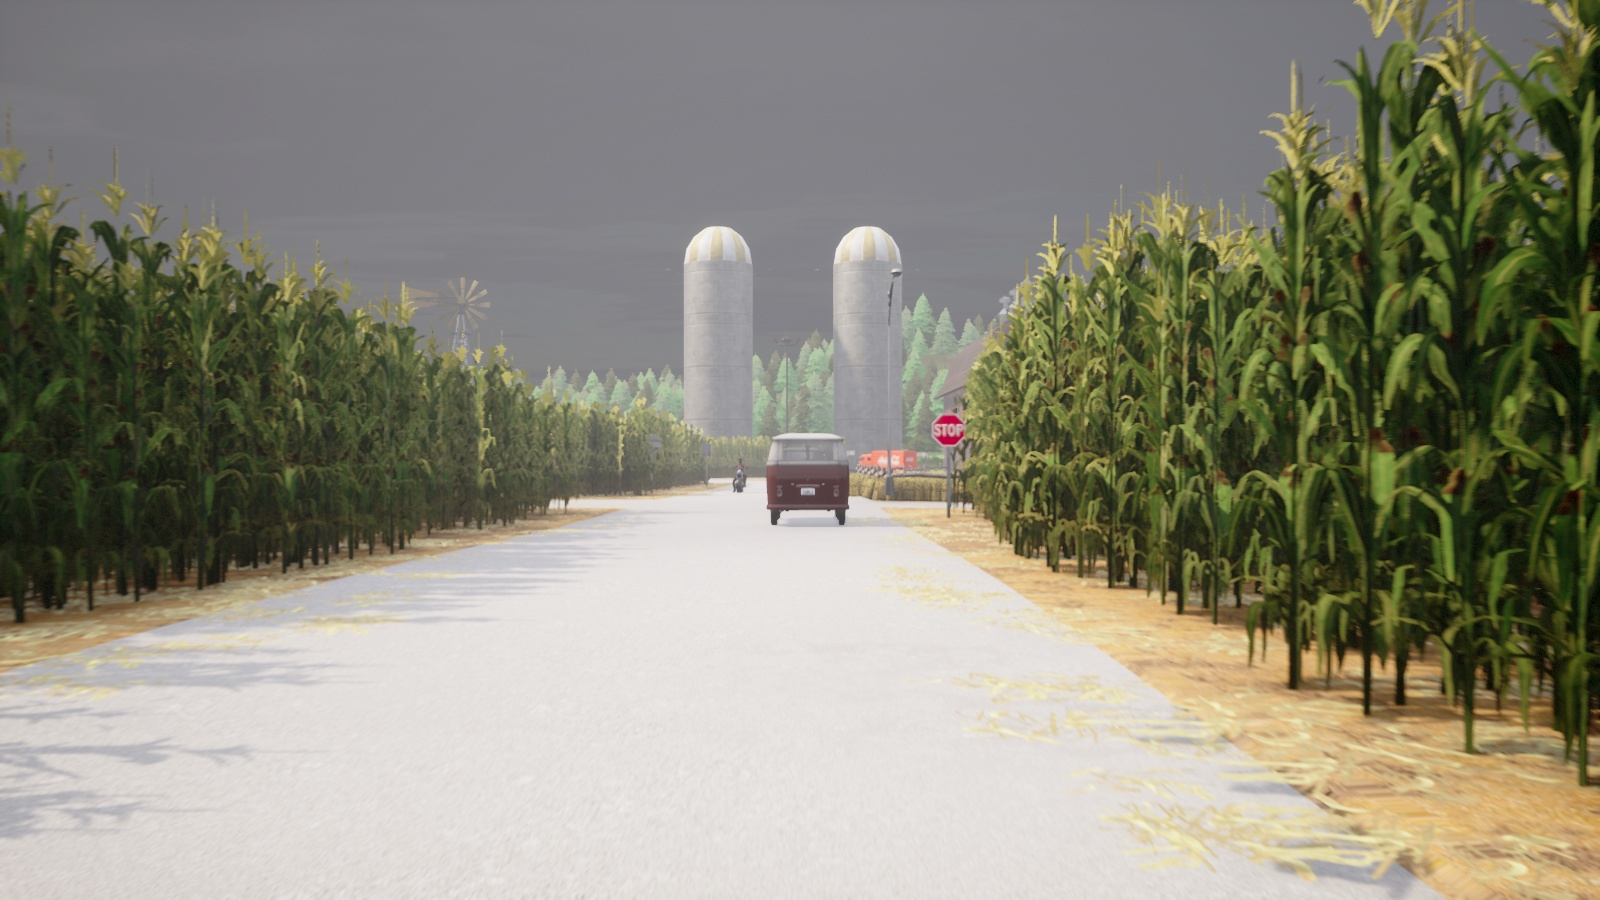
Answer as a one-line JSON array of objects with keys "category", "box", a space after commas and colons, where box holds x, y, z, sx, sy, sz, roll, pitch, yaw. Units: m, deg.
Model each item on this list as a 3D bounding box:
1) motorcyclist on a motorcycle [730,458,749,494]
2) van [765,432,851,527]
[{"category": "motorcyclist on a motorcycle", "box": [-2.759, 1.183, 57.551, 0.766, 1.649, 2.350, 0, -1, 0]}, {"category": "van", "box": [0.176, 0.635, 28.286, 1.775, 1.987, 4.442, 0, -1, 0]}]
